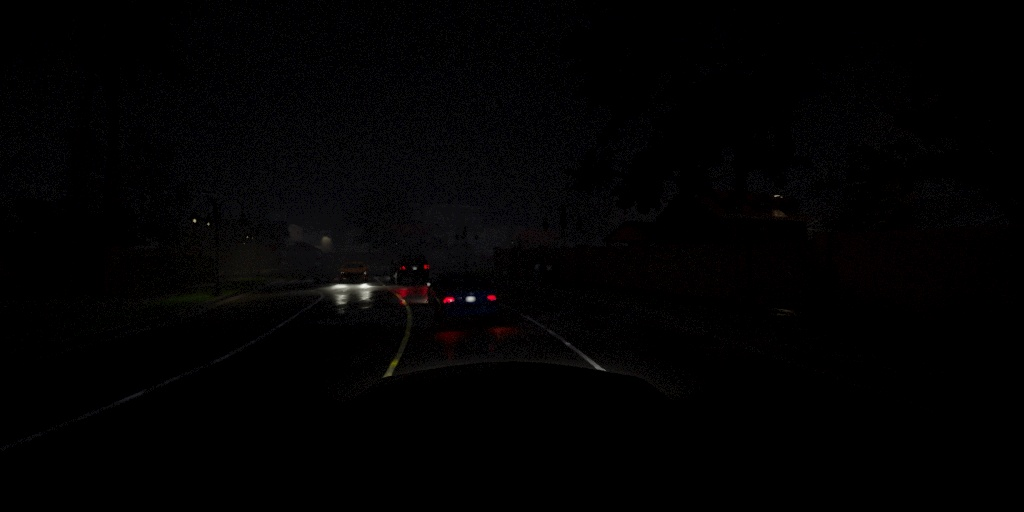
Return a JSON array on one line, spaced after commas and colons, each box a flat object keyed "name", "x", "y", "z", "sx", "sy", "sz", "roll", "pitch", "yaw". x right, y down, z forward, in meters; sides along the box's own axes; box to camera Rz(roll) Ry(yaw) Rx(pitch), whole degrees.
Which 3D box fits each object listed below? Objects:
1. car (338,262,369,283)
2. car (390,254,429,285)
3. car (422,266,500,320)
[{"name": "car", "x": -12.259, "y": 1.200, "z": 27.754, "sx": 1.882, "sy": 1.535, "sz": 5.008, "roll": -1, "pitch": 0, "yaw": -25}, {"name": "car", "x": -7.431, "y": 0.901, "z": 25.872, "sx": 2.150, "sy": 2.045, "sz": 5.566, "roll": -1, "pitch": 0, "yaw": -24}, {"name": "car", "x": -1.868, "y": 1.250, "z": 12.468, "sx": 2.033, "sy": 1.411, "sz": 5.357, "roll": -1, "pitch": 0, "yaw": -17}]
